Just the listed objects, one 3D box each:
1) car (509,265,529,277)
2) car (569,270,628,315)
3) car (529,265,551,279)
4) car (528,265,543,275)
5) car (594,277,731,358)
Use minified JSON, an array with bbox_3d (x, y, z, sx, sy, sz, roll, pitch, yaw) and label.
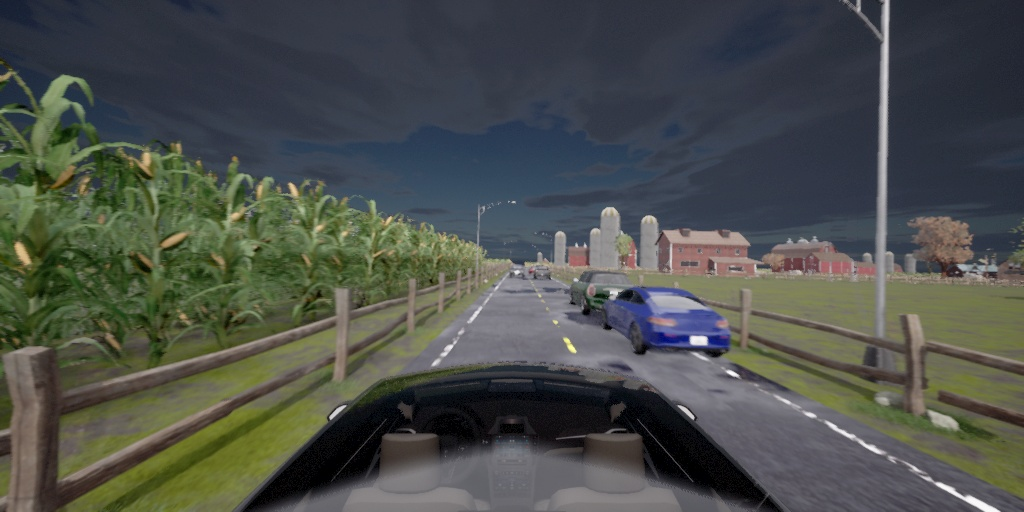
[{"bbox_3d":[0.631,1.794,43.790,2.128,1.511,4.902,2,-1,1],"label":"car"},{"bbox_3d":[3.704,1.371,15.091,2.097,1.767,4.553,2,-1,1],"label":"car"},{"bbox_3d":[3.392,1.841,41.105,2.128,1.511,4.902,2,-1,1],"label":"car"},{"bbox_3d":[3.585,2.123,55.551,1.994,1.385,4.181,2,-1,1],"label":"car"},{"bbox_3d":[3.595,1.472,9.120,1.812,1.442,4.674,2,-1,1],"label":"car"}]
